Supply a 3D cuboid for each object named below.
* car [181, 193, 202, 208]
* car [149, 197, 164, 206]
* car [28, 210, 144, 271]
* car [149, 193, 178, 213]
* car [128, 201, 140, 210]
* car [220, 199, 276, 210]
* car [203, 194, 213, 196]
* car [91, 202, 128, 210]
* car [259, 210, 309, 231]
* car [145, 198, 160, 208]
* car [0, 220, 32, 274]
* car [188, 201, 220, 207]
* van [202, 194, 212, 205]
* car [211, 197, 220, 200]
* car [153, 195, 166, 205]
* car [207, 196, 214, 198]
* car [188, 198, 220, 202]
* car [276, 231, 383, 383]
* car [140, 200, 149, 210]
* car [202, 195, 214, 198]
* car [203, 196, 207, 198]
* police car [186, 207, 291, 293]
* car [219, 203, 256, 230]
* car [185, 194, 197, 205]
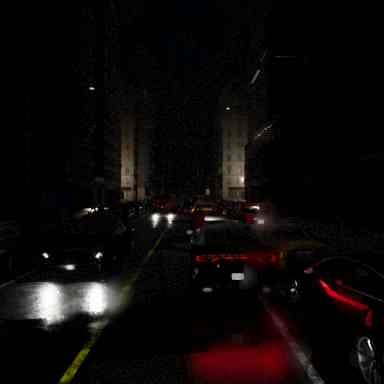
[{"bbox_3d":[-0.087,1.348,46.854,2.097,1.767,4.553,0,0,0],"label":"car"},{"bbox_3d":[-5.784,1.561,54.677,1.947,1.339,4.313,0,0,0],"label":"car"},{"bbox_3d":[-3.123,1.547,11.174,2.033,1.411,5.357,0,0,0],"label":"car"},{"bbox_3d":[-3.079,1.219,36.957,2.150,2.045,5.566,0,0,0],"label":"car"},{"bbox_3d":[-5.726,1.564,27.052,1.947,1.339,4.313,0,0,0],"label":"car"},{"bbox_3d":[2.824,1.314,16.036,2.192,1.841,5.009,0,0,0],"label":"car"},{"bbox_3d":[2.742,1.310,54.702,2.192,1.841,5.009,0,0,0],"label":"car"},{"bbox_3d":[-5.714,1.543,21.527,1.887,1.381,4.507,0,0,0],"label":"car"},{"bbox_3d":[2.835,1.525,10.683,1.752,1.417,4.829,0,0,0],"label":"car"},{"bbox_3d":[-5.773,1.578,49.152,1.802,1.307,4.206,0,0,0],"label":"car"},{"bbox_3d":[-5.691,1.581,10.477,1.802,1.307,4.206,0,0,0],"label":"car"},{"bbox_3d":[0.860,1.477,18.889,1.882,1.535,5.008,0,0,0],"label":"car"},{"bbox_3d":[2.730,1.336,60.226,1.690,1.788,3.998,0,0,0],"label":"van"},{"bbox_3d":[2.800,1.438,27.084,1.967,1.590,4.097,0,0,0],"label":"car"},{"bbox_3d":[-5.796,1.435,60.202,1.967,1.590,4.097,0,0,0],"label":"car"},{"bbox_3d":[2.788,1.437,32.607,1.967,1.590,4.097,0,0,0],"label":"car"},{"bbox_3d":[0.847,1.476,24.889,1.882,1.535,5.008,0,0,0],"label":"car"},{"bbox_3d":[2.847,1.566,4.990,1.947,1.339,4.313,0,0,0],"label":"car"},{"bbox_3d":[-5.737,1.563,32.577,1.947,1.339,4.313,0,0,0],"label":"car"},{"bbox_3d":[2.753,1.562,49.178,1.947,1.339,4.313,0,0,0],"label":"car"},{"bbox_3d":[2.765,1.547,43.655,2.008,1.369,4.403,0,0,0],"label":"car"},{"bbox_3d":[0.880,1.425,8.999,1.930,1.638,5.238,0,0,0],"label":"police car"},{"bbox_3d":[2.811,1.524,21.730,1.752,1.417,4.829,0,0,0],"label":"car"},{"bbox_3d":[-0.129,1.347,60.259,2.097,1.767,4.553,0,0,0],"label":"car"}]
